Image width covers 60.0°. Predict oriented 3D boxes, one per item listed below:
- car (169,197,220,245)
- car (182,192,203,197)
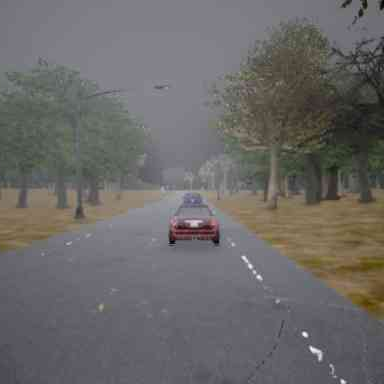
[{"bbox_3d":[0.089,1.301,15.324,2.097,1.767,4.553,0,0,0],"label":"car"},{"bbox_3d":[0.077,1.057,37.449,2.150,2.045,5.566,0,0,0],"label":"car"}]
